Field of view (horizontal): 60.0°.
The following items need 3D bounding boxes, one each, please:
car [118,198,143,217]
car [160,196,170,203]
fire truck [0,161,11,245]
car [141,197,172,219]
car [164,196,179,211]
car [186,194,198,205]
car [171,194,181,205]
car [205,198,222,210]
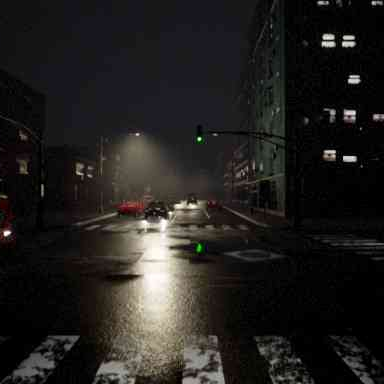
[{"bbox_3d":[-5.748,1.548,31.144,1.887,1.381,4.507,1,0,0],"label":"car"},{"bbox_3d":[-5.665,1.590,70.947,1.802,1.307,4.206,1,0,0],"label":"car"},{"bbox_3d":[-10.974,0.391,11.196,8.468,3.827,2.891,-1,-1,1],"label":"fire truck"},{"bbox_3d":[-3.089,1.507,29.752,1.837,1.490,4.892,0,0,0],"label":"car"},{"bbox_3d":[-3.080,1.551,40.422,2.033,1.411,5.357,0,0,0],"label":"car"},{"bbox_3d":[0.010,1.553,58.813,2.033,1.411,5.357,0,0,0],"label":"car"},{"bbox_3d":[-3.035,1.483,58.633,1.882,1.535,5.008,0,0,1],"label":"car"},{"bbox_3d":[2.713,1.444,42.573,1.967,1.590,4.097,1,0,0],"label":"car"}]
